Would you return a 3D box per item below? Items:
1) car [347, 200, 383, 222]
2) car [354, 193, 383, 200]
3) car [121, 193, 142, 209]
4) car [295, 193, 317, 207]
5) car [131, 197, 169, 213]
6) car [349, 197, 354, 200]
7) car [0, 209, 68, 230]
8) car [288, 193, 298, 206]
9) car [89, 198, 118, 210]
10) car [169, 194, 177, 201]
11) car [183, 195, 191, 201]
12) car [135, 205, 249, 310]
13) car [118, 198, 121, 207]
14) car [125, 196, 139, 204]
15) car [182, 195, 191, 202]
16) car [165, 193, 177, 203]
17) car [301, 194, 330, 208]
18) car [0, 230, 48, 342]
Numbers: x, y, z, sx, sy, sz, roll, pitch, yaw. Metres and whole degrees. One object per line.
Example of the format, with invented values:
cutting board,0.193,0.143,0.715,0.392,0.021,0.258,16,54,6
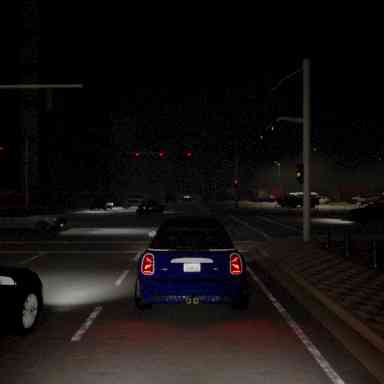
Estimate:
car,15.017,1.581,26.717,4.674,1.442,1.812,0,0,-1
car,35.838,1.209,66.902,4.605,1.855,1.932,0,0,0
car,-7.913,1.221,45.803,2.150,2.045,5.566,0,0,-3
car,20.860,1.419,58.608,3.905,1.438,1.784,0,0,0
car,-4.186,1.560,34.035,2.033,1.411,5.357,0,0,8
car,35.890,1.419,69.798,3.905,1.438,1.784,0,0,0
car,-9.814,1.625,19.350,4.718,1.301,1.895,0,0,0
car,20.798,1.209,61.291,4.605,1.855,1.932,0,0,0
car,-11.364,1.547,42.129,2.033,1.411,5.357,0,0,0
car,-4.719,1.362,82.499,1.837,1.490,4.892,0,0,-1
car,-1.219,1.386,82.537,1.812,1.442,4.674,0,0,-1
car,-0.023,1.352,8.003,2.097,1.767,4.553,0,0,-1
car,-11.469,1.601,51.717,1.895,1.301,4.718,0,0,0
car,-11.560,1.477,64.190,1.882,1.535,5.008,0,0,0
car,-1.108,1.595,72.469,1.895,1.301,4.718,0,0,-1
car,-4.604,1.215,72.108,2.150,2.045,5.566,0,0,-1
car,20.870,1.451,55.713,3.806,1.475,1.970,0,0,0
car,-3.489,1.505,3.839,1.837,1.490,4.892,0,0,0
